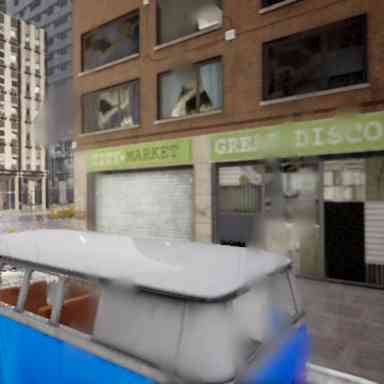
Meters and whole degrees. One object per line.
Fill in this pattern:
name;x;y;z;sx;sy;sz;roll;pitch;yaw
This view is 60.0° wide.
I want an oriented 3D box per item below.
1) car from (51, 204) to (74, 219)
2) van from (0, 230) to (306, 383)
car;-10.388;1.661;30.362;1.752;1.417;4.829;-1;0;35
van;-0.908;1.359;3.373;3.998;1.788;1.690;0;-1;35
